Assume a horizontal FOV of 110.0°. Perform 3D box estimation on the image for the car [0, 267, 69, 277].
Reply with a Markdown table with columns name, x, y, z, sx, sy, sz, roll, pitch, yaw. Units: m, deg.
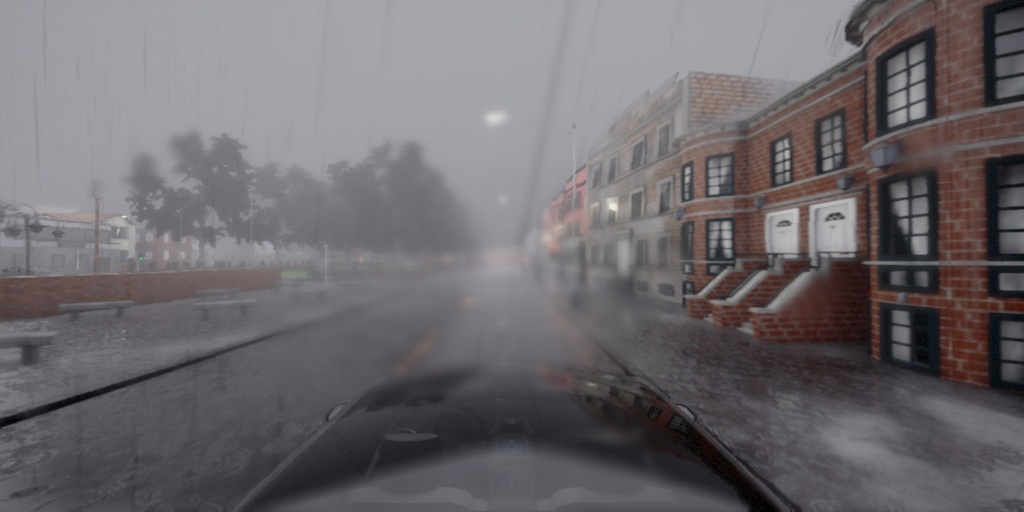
| name | x | y | z | sx | sy | sz | roll | pitch | yaw |
| --- | --- | --- | --- | --- | --- | --- | --- | --- | --- |
| car | -40.583 | 1.659 | 30.441 | 4.892 | 1.490 | 1.837 | 0 | -1 | 0 |
